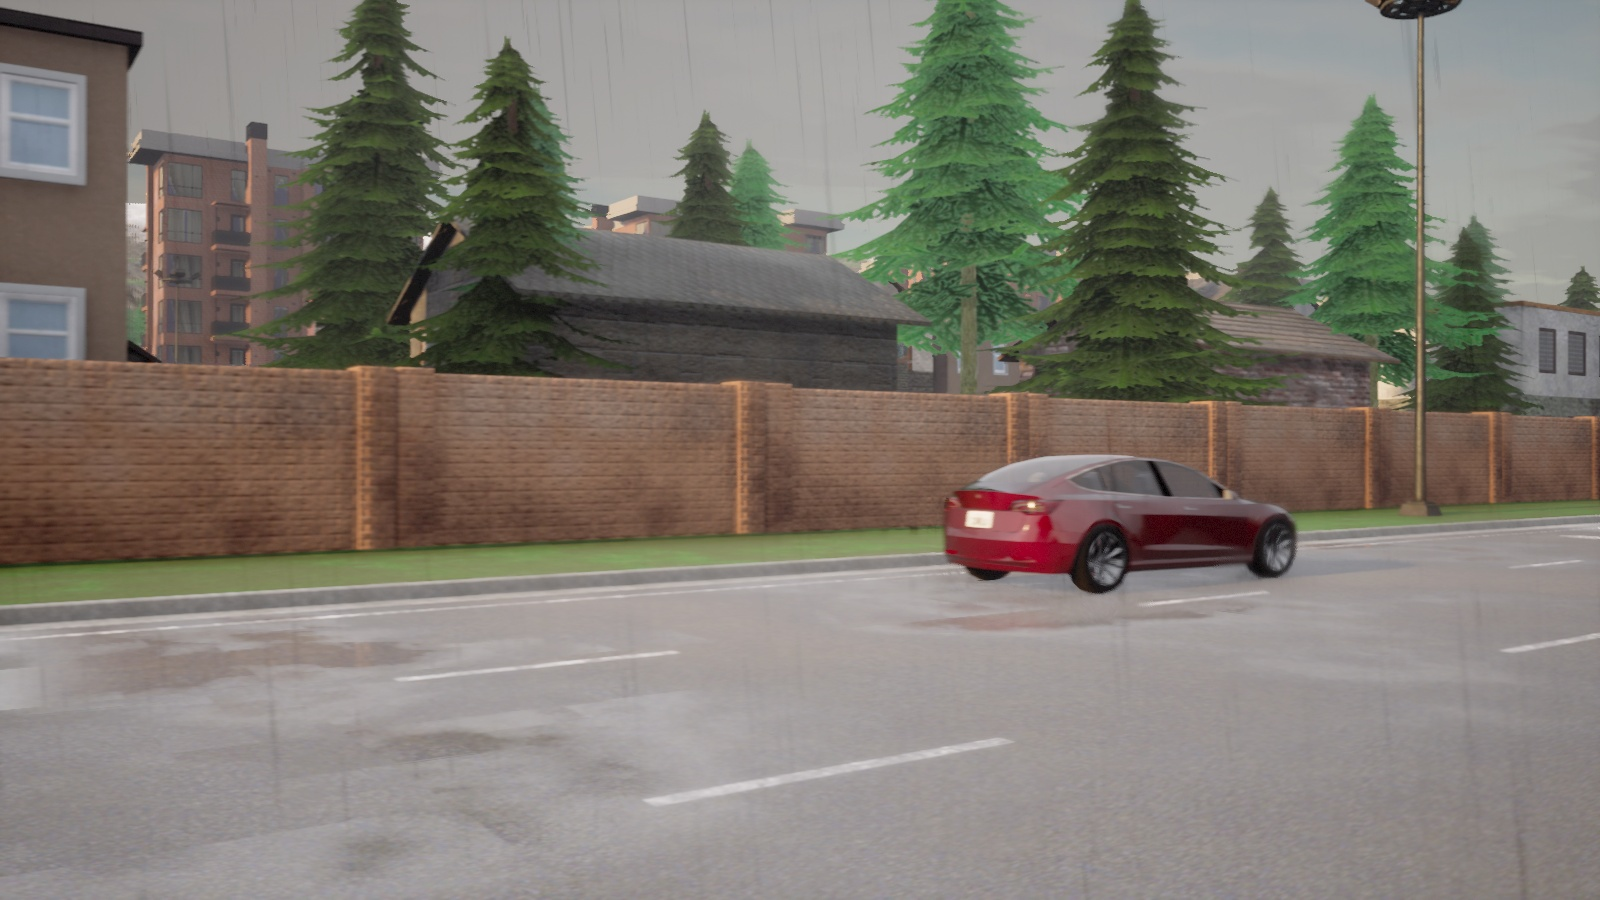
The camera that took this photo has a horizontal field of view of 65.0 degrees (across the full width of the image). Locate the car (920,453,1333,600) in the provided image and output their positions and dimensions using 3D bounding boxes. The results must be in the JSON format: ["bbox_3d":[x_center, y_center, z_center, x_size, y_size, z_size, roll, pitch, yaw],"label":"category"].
[{"bbox_3d":[3.966,0.779,14.948,4.792,1.488,2.163,0,0,-35],"label":"car"}]
